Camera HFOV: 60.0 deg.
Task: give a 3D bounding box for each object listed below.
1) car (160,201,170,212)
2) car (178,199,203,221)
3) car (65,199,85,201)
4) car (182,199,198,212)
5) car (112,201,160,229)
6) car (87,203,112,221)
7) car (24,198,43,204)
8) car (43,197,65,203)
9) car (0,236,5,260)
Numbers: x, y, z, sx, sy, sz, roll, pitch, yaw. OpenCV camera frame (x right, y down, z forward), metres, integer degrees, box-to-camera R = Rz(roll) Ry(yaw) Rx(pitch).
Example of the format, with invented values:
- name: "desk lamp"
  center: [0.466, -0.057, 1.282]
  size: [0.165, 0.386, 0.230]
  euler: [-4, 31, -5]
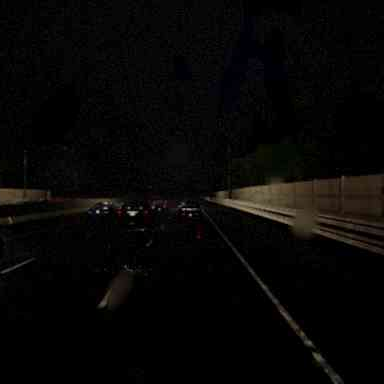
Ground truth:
- name: "car"
  center: [-3.745, 1.706, 40.151]
  size: [1.895, 1.301, 4.718]
  euler: [0, 0, -1]
- name: "car"
  center: [-0.129, 1.510, 26.897]
  size: [2.128, 1.511, 4.902]
  euler: [0, 0, 0]
- name: "car"
  center: [-17.964, 1.816, 53.296]
  size: [2.033, 1.411, 5.357]
  euler: [0, -1, -1]
- name: "car"
  center: [-0.263, 1.617, 41.972]
  size: [1.837, 1.490, 4.892]
  euler: [0, 0, -1]
- name: "car"
  center: [-3.584, 1.365, 22.033]
  size: [2.097, 1.767, 4.553]
  euler: [0, 0, 0]
- name: "car"
  center: [-7.133, 1.587, 27.590]
  size: [2.033, 1.411, 5.357]
  euler: [0, 0, -1]
- name: "car"
  center: [-24.964, 1.780, 53.121]
  size: [2.128, 1.511, 4.902]
  euler: [0, -1, 0]
- name: "car"
  center: [-21.464, 1.560, 53.272]
  size: [1.882, 1.535, 5.008]
  euler: [0, -1, -1]
- name: "car"
  center: [-6.965, 1.520, 8.856]
  size: [1.837, 1.490, 4.892]
  euler: [0, 0, -1]
